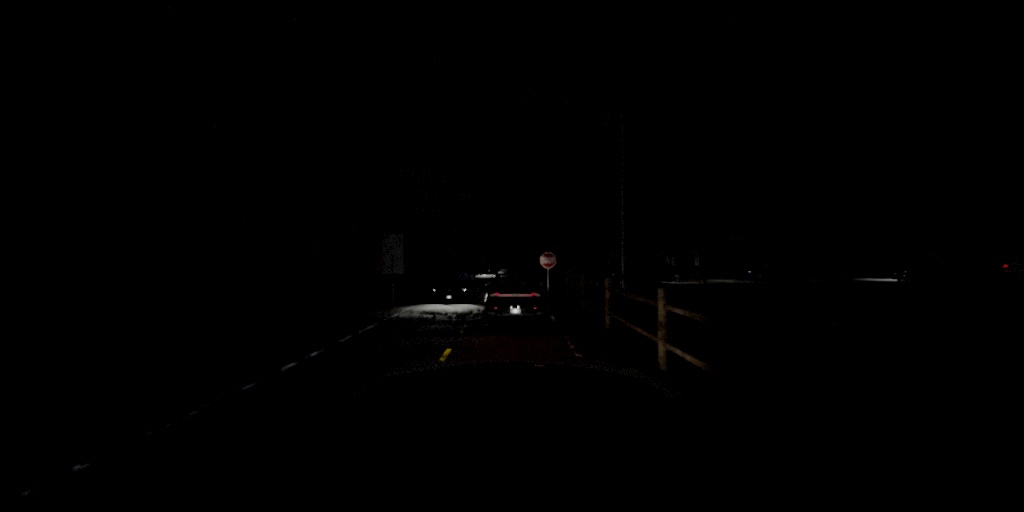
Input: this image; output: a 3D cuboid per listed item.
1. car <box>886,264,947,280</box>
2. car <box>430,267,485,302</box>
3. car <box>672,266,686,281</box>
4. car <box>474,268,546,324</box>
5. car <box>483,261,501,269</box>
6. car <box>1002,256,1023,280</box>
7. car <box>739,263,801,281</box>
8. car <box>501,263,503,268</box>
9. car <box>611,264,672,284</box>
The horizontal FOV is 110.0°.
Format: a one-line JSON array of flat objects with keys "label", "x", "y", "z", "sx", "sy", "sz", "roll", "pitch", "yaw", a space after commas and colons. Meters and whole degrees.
[{"label": "car", "x": 36.292, "y": 1.405, "z": 32.132, "sx": 4.181, "sy": 1.385, "sz": 1.994, "roll": 0, "pitch": -1, "yaw": -1}, {"label": "car", "x": -2.759, "y": 1.434, "z": 18.351, "sx": 2.033, "sy": 1.411, "sz": 5.357, "roll": 0, "pitch": 0, "yaw": 0}, {"label": "car", "x": 12.868, "y": 1.467, "z": 31.778, "sx": 4.674, "sy": 1.442, "sz": 1.812, "roll": 0, "pitch": -1, "yaw": 1}, {"label": "car", "x": 0.096, "y": 1.329, "z": 12.354, "sx": 2.128, "sy": 1.511, "sz": 4.902, "roll": 0, "pitch": 0, "yaw": 0}, {"label": "car", "x": -2.857, "y": 1.661, "z": 46.644, "sx": 1.994, "sy": 1.385, "sz": 4.181, "roll": 0, "pitch": 0, "yaw": 0}, {"label": "car", "x": 43.957, "y": 0.981, "z": 29.394, "sx": 5.566, "sy": 2.045, "sz": 2.150, "roll": 0, "pitch": -1, "yaw": 0}, {"label": "car", "x": 22.964, "y": 1.376, "z": 31.912, "sx": 5.008, "sy": 1.535, "sz": 1.882, "roll": 0, "pitch": -1, "yaw": -1}, {"label": "car", "x": -2.841, "y": 1.727, "z": 56.626, "sx": 1.994, "sy": 1.385, "sz": 4.181, "roll": 0, "pitch": 0, "yaw": 0}, {"label": "car", "x": 10.042, "y": 1.467, "z": 28.604, "sx": 4.181, "sy": 1.385, "sz": 1.994, "roll": 0, "pitch": -1, "yaw": -4}]
